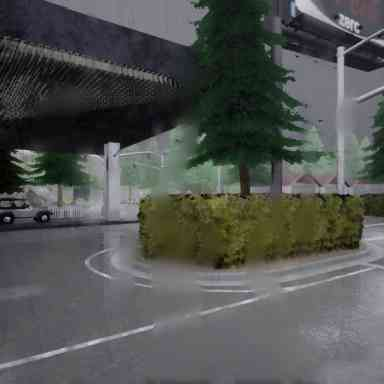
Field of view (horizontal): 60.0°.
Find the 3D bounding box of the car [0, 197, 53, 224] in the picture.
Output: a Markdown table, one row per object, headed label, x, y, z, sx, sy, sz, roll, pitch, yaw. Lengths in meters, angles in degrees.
| label | x | y | z | sx | sy | sz | roll | pitch | yaw |
| --- | --- | --- | --- | --- | --- | --- | --- | --- | --- |
| car | -11.994 | 1.313 | 23.455 | 3.866 | 1.878 | 1.905 | 0 | 0 | -36 |
